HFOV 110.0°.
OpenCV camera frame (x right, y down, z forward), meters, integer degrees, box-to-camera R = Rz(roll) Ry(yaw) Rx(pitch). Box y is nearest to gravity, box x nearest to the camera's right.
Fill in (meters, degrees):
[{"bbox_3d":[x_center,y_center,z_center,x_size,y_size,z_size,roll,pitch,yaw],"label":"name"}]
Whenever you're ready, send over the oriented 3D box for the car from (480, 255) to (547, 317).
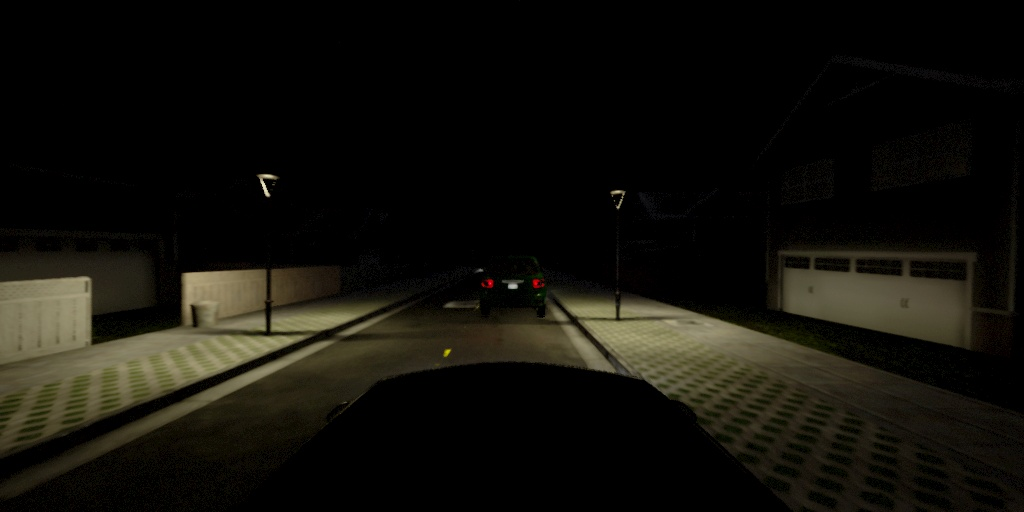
[{"bbox_3d":[0.055,0.998,13.460,2.150,2.045,5.566,0,0,1],"label":"car"}]
